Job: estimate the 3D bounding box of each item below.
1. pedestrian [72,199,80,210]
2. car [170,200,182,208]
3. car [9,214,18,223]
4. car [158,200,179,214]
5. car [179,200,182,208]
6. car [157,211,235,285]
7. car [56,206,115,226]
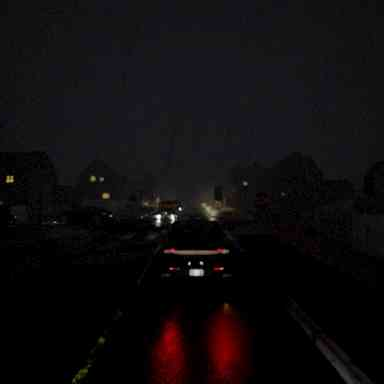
[{"bbox_3d":[-9.818,1.516,27.956,0.375,1.860,0.375,0,-3,-1],"label":"pedestrian"},{"bbox_3d":[-2.822,2.015,59.067,1.895,1.301,4.718,0,-1,0],"label":"car"},{"bbox_3d":[-14.670,1.598,22.246,5.357,1.411,2.033,0,-3,2],"label":"car"},{"bbox_3d":[-2.848,1.719,38.694,1.882,1.535,5.008,0,0,0],"label":"car"},{"bbox_3d":[-2.872,1.849,48.868,1.812,1.442,4.674,0,0,3],"label":"car"},{"bbox_3d":[0.098,1.539,9.610,2.128,1.511,4.902,0,0,0],"label":"car"},{"bbox_3d":[-7.885,1.751,24.672,4.181,1.385,1.994,-1,-4,13],"label":"car"}]
